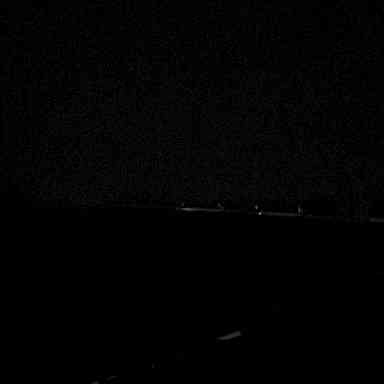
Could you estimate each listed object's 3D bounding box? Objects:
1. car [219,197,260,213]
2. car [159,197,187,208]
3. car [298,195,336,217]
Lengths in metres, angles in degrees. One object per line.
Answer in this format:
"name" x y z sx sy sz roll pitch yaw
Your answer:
"car" 4.808 1.270 34.247 2.128 1.511 4.902 0 -1 -36
"car" -2.556 1.387 44.478 2.128 1.511 4.902 0 -1 -36
"car" 10.721 1.053 26.159 2.097 1.767 4.553 0 -1 -38
